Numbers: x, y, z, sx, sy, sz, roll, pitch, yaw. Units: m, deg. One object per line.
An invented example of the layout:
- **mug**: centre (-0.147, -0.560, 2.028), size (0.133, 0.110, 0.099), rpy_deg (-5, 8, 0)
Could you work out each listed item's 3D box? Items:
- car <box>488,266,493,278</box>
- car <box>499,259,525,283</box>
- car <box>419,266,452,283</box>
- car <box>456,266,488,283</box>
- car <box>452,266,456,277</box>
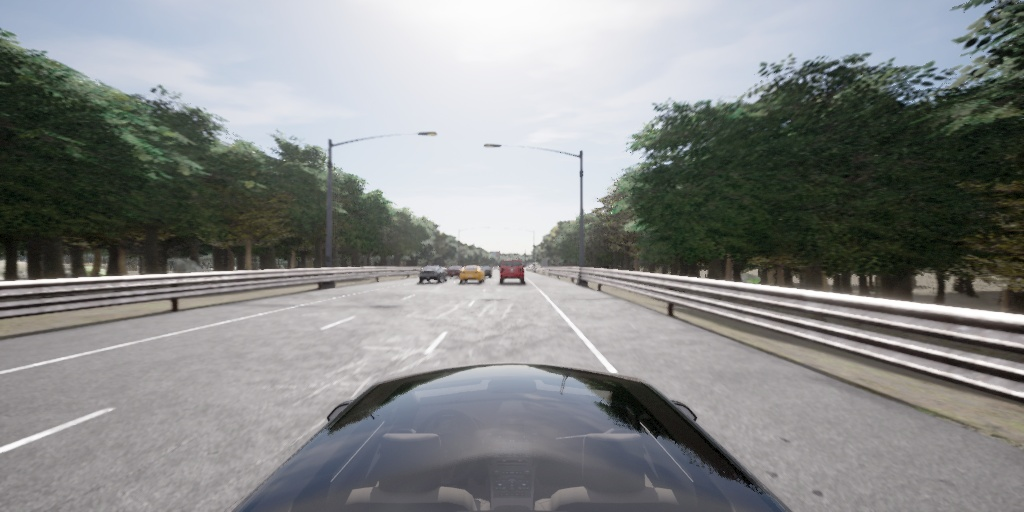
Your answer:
- **car**: centre (-3.471, 1.990, 45.489), size (1.882, 1.535, 5.008), rpy_deg (0, -1, 1)
- **car**: centre (-0.002, 1.348, 32.036), size (2.150, 2.045, 5.566), rpy_deg (0, -2, 0)
- **car**: centre (-6.998, 1.640, 32.301), size (1.837, 1.490, 4.892), rpy_deg (0, -1, 0)
- **car**: centre (-3.499, 1.610, 32.272), size (1.882, 1.535, 5.008), rpy_deg (0, -1, 0)
- **car**: centre (-6.973, 1.982, 45.199), size (1.882, 1.535, 5.008), rpy_deg (0, -1, 0)
